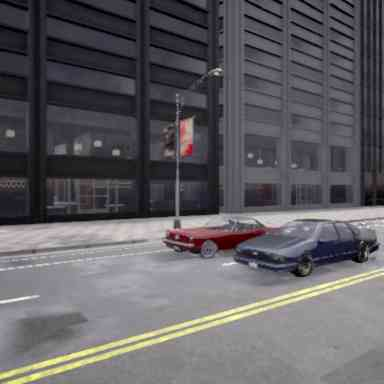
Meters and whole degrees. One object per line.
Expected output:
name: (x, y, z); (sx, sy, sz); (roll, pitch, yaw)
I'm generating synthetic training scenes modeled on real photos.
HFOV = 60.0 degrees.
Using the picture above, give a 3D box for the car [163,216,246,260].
car: (1.299, 1.603, 12.599); (4.718, 1.301, 1.895); (0, 0, -36)

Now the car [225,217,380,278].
car: (3.785, 1.549, 10.382); (5.357, 1.411, 2.033); (0, 0, -36)
